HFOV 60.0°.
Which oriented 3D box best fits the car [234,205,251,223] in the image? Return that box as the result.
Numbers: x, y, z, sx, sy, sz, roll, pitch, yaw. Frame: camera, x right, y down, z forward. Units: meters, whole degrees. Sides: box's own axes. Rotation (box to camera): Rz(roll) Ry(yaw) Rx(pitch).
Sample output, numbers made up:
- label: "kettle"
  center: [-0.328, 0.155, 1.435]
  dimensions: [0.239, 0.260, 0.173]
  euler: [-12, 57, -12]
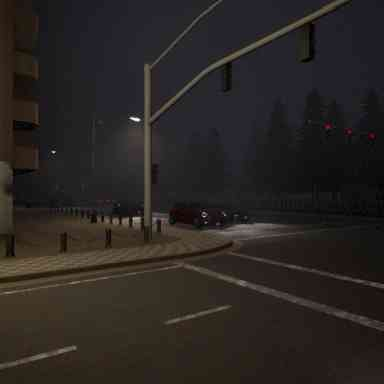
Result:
- label: "car"
  center: [2.397, 1.557, 25.616]
  dimensions: [1.837, 1.490, 4.892]
  euler: [0, 1, -36]

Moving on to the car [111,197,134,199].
- label: "car"
  center: [-7.470, 1.656, 39.324]
  dimensions: [1.895, 1.301, 4.718]
  euler: [0, 0, -36]

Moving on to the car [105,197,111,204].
- label: "car"
  center: [-16.723, 1.656, 64.459]
  dimensions: [1.895, 1.301, 4.718]
  euler: [0, 0, -36]

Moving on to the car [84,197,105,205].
- label: "car"
  center: [-18.049, 1.656, 60.339]
  dimensions: [1.895, 1.301, 4.718]
  euler: [0, 0, -36]

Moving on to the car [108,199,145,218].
- label: "car"
  center: [-5.811, 1.620, 31.027]
  dimensions: [1.994, 1.385, 4.181]
  euler: [0, 0, -36]

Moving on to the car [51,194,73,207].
- label: "car"
  center: [-20.032, 1.282, 50.917]
  dimensions: [2.150, 2.045, 5.566]
  euler: [0, 0, -35]

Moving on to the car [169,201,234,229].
- label: "car"
  center: [0.316, 1.407, 22.518]
  dimensions: [2.097, 1.767, 4.553]
  euler: [0, 0, -36]
